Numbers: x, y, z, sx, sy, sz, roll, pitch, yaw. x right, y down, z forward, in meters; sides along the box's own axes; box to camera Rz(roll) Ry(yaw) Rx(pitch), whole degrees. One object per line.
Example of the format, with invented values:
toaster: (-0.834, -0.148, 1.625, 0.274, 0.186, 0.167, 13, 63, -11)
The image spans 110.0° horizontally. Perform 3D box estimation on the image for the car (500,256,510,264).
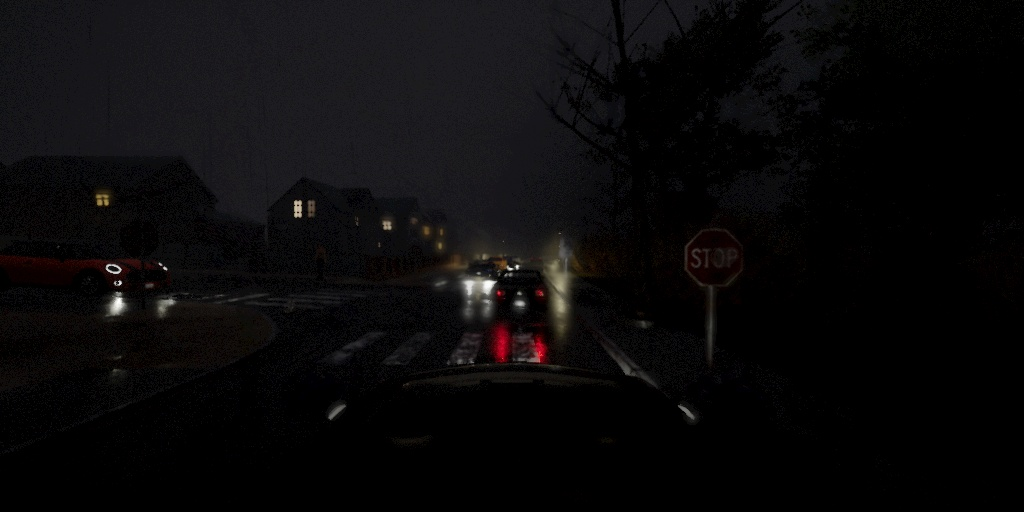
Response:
car: (-1.558, 0.750, 34.732, 1.882, 1.535, 5.008, 0, 1, 4)

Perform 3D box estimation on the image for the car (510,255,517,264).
car: (-0.800, 0.701, 44.125, 1.812, 1.442, 4.674, 0, 0, 5)

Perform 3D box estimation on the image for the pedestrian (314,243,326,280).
pedestrian: (-9.555, 0.261, 17.853, 0.375, 1.860, 0.375, 0, -2, 0)

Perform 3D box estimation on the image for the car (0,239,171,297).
car: (-14.325, 0.302, 12.010, 4.553, 1.767, 2.097, 3, 1, 0)

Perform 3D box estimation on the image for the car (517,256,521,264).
car: (0.252, 0.607, 54.418, 1.812, 1.442, 4.674, 0, 1, 7)

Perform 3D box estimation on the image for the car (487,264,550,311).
car: (0.327, 1.168, 13.443, 1.895, 1.301, 4.718, 0, 1, 1)

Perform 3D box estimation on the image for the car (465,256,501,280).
car: (-2.116, 0.946, 25.932, 1.994, 1.385, 4.181, 0, 1, 3)
